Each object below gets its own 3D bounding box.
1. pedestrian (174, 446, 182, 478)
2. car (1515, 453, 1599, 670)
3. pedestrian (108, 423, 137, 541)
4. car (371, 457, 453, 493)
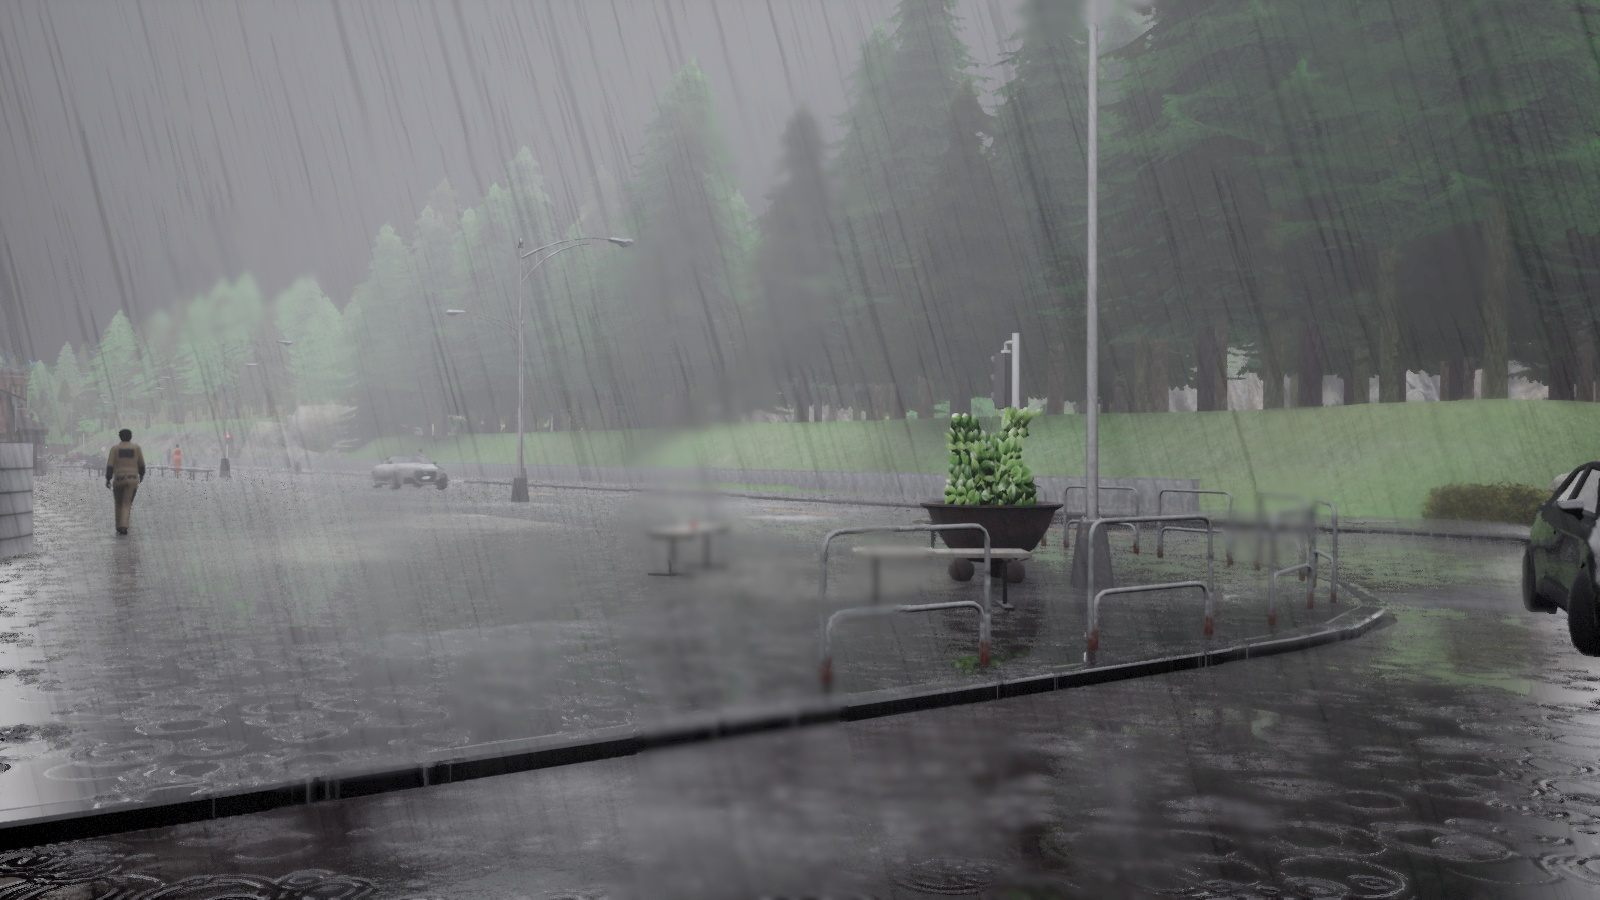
[{"bbox_3d":[-36.502,0.712,73.651,0.345,1.836,0.594,0,0,-34],"label":"pedestrian"},{"bbox_3d":[7.070,0.768,10.143,1.816,1.474,4.193,0,0,24],"label":"car"},{"bbox_3d":[-11.310,0.530,20.975,0.396,1.930,0.692,0,0,-26],"label":"pedestrian"},{"bbox_3d":[-15.629,0.965,50.454,1.994,1.385,4.181,0,0,-35],"label":"car"}]
